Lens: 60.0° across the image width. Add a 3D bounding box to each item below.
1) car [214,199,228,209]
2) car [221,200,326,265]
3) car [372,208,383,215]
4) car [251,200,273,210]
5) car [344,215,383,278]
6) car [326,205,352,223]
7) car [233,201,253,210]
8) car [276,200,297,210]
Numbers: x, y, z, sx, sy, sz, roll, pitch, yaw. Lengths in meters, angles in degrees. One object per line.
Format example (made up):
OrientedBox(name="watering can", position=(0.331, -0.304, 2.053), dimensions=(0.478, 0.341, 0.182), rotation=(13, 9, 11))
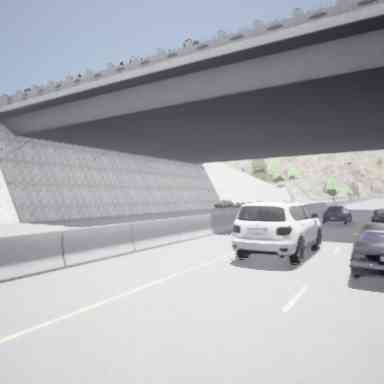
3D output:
OrientedBox(name="car", position=(5.588, 2.099, 58.343), dimensions=(2.097, 1.767, 4.553), rotation=(-1, -1, 31))
OrientedBox(name="car", position=(3.397, 1.375, 12.688), dimensions=(2.150, 2.045, 5.566), rotation=(-1, -1, 31))
OrientedBox(name="car", position=(14.216, 1.850, 24.302), dimensions=(1.895, 1.301, 4.718), rotation=(-1, -1, 31))
OrientedBox(name="car", position=(11.584, 2.145, 54.753), dimensions=(1.882, 1.535, 5.008), rotation=(-1, -1, 31))
OrientedBox(name="car", position=(5.870, 1.651, 9.992), dimensions=(2.033, 1.411, 5.357), rotation=(-1, -1, 31))
OrientedBox(name="car", position=(11.848, 1.825, 27.163), dimensions=(1.812, 1.442, 4.674), rotation=(-1, -1, 31))
OrientedBox(name="car", position=(8.732, 2.273, 56.793), dimensions=(1.994, 1.385, 4.181), rotation=(-1, -1, 31))
OrientedBox(name="car", position=(15.679, 2.138, 54.807), dimensions=(2.128, 1.511, 4.902), rotation=(-1, -1, 31))
